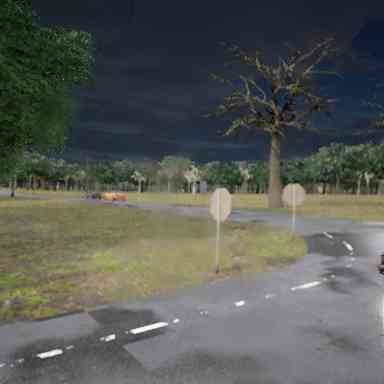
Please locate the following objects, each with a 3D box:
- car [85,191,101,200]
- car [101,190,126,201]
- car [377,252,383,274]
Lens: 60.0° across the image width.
[{"bbox_3d":[-17.896,0.628,60.277,1.837,1.490,4.892,2,-1,-36],"label":"car"},{"bbox_3d":[-12.127,0.522,52.287,2.097,1.767,4.553,2,-1,-35],"label":"car"},{"bbox_3d":[7.156,1.462,8.945,5.357,1.411,2.033,-2,2,-35],"label":"car"}]
